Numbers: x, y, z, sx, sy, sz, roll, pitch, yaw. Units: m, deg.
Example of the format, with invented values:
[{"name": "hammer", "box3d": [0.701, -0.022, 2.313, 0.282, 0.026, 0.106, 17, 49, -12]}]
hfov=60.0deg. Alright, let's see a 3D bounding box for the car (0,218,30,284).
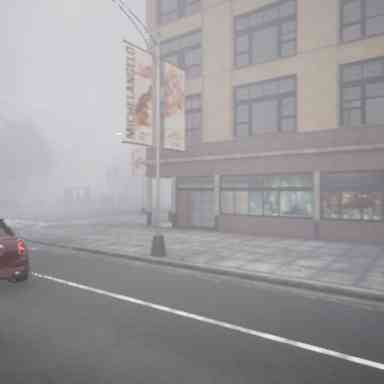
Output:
[{"name": "car", "box3d": [-6.122, 1.343, 8.382, 4.553, 1.767, 2.097, 0, 0, 36]}]
